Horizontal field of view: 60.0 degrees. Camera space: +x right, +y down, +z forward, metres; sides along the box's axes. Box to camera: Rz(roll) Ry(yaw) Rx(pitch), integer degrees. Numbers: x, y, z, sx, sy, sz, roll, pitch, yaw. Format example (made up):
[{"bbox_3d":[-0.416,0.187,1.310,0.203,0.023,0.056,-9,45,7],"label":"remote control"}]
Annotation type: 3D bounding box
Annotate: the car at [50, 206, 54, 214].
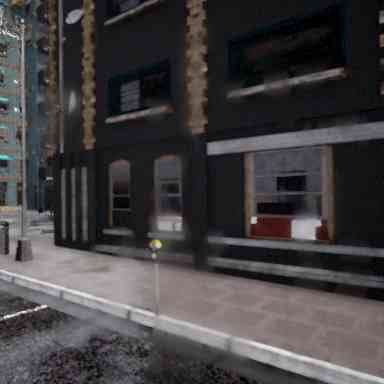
[{"bbox_3d":[-11.082,1.407,31.401,1.887,1.381,4.507,-1,0,36],"label":"car"}]
